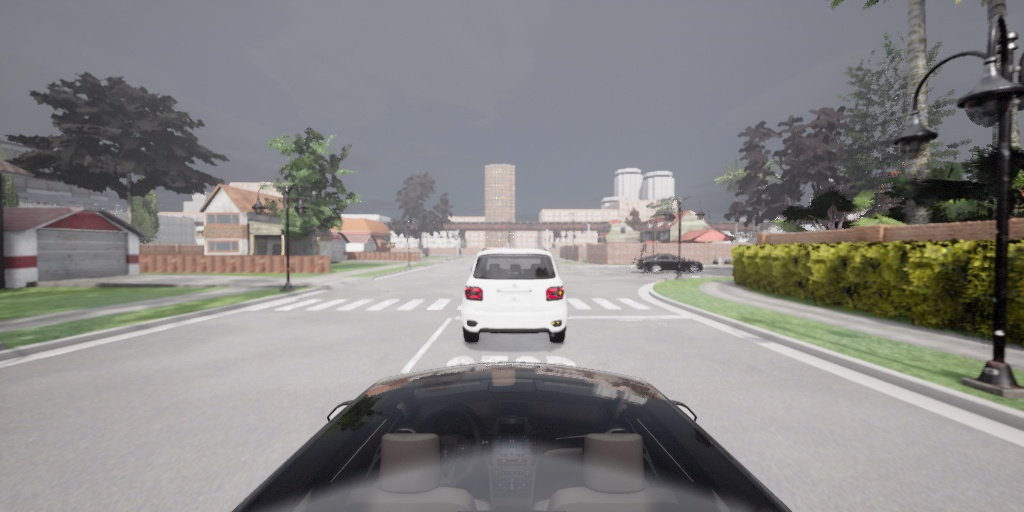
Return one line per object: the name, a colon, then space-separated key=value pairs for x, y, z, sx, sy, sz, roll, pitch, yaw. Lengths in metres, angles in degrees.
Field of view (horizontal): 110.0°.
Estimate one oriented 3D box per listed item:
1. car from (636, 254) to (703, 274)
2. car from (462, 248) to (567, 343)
car: x=12.145 y=0.588 z=27.695 sx=4.892 sy=1.490 sz=1.837 roll=-1 pitch=0 yaw=-1
car: x=0.057 y=0.813 z=9.311 sx=2.150 sy=2.045 sz=5.566 roll=0 pitch=1 yaw=0
